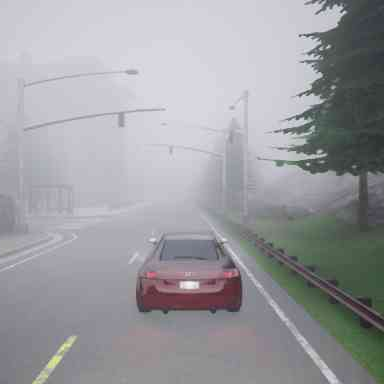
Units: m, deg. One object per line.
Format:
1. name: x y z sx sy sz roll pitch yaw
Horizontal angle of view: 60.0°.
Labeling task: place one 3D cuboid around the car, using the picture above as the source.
1. car: -0.077 1.563 7.696 1.994 1.385 4.181 0 0 -1
